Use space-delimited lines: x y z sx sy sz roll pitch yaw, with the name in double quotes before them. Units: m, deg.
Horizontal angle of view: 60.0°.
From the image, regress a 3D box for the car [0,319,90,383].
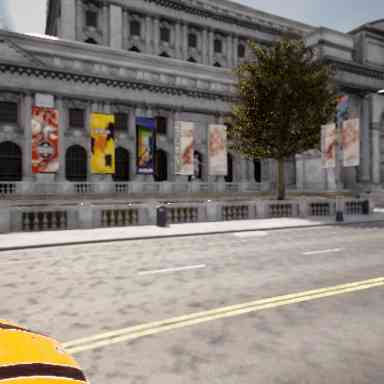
"car" -2.716 1.366 1.492 4.553 1.767 2.097 -1 0 -38
